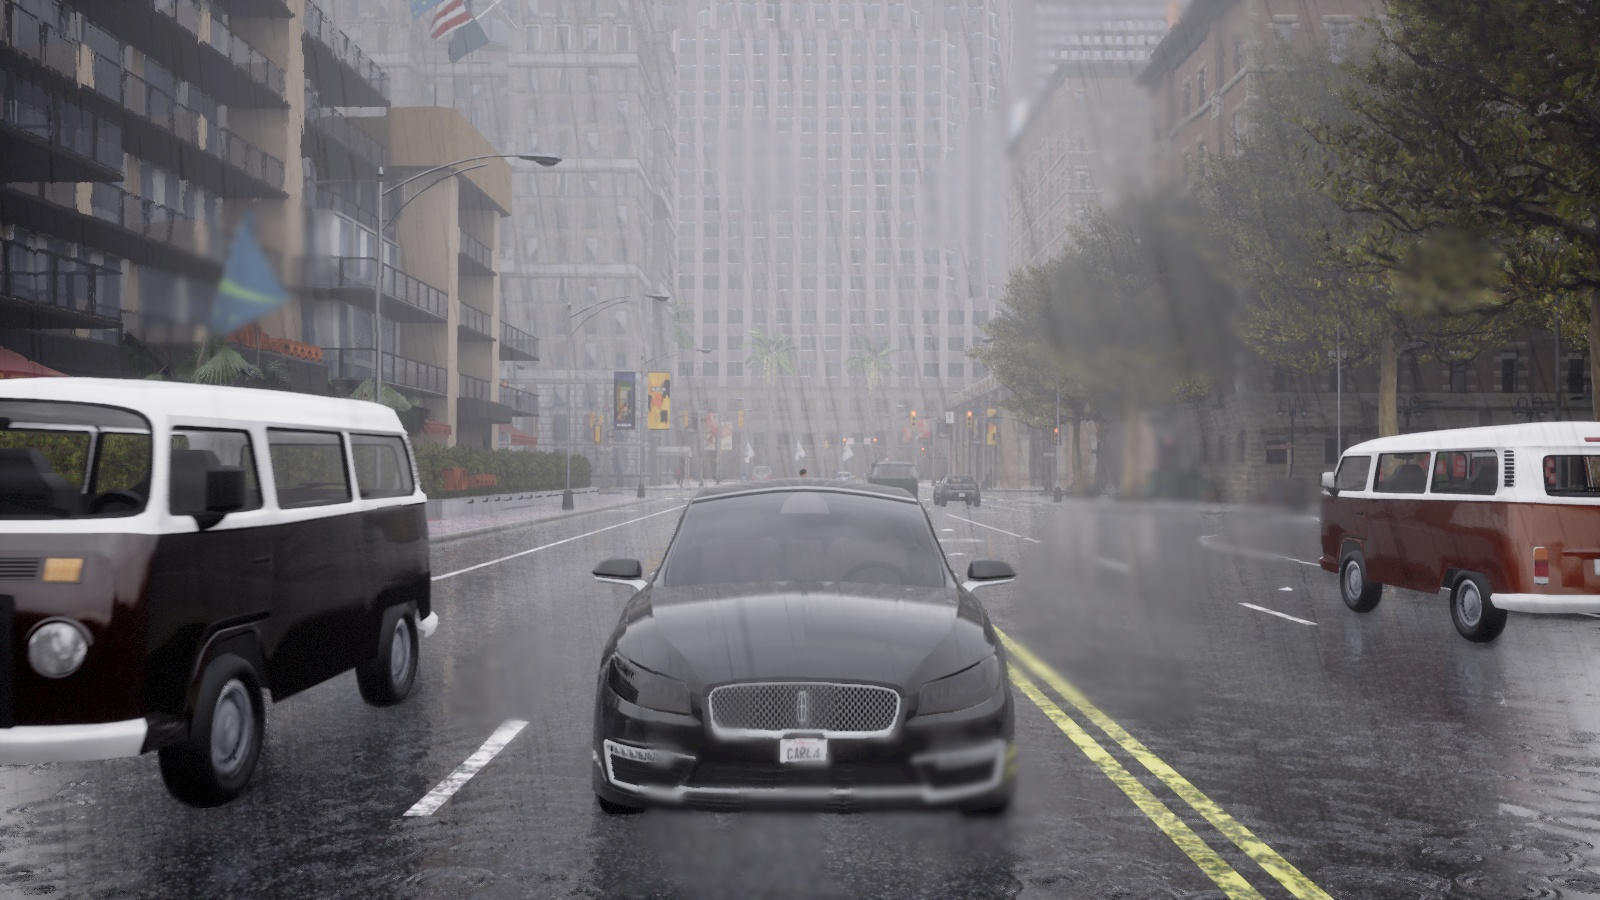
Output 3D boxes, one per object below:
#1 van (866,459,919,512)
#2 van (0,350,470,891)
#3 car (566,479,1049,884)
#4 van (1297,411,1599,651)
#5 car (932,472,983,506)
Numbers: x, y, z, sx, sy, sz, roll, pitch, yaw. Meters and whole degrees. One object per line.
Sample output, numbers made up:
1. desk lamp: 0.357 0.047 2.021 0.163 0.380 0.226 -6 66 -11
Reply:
1. van: 3.633 1.387 49.792 1.775 1.987 4.442 0 -1 0
2. van: -3.468 0.666 6.980 2.069 2.038 4.480 0 -1 0
3. car: 0.033 0.940 7.239 1.837 1.490 4.892 0 -1 0
4. van: 7.046 0.726 12.933 2.069 2.038 4.480 0 -1 0
5. car: 7.152 1.760 57.314 1.816 1.474 4.193 0 -1 0
